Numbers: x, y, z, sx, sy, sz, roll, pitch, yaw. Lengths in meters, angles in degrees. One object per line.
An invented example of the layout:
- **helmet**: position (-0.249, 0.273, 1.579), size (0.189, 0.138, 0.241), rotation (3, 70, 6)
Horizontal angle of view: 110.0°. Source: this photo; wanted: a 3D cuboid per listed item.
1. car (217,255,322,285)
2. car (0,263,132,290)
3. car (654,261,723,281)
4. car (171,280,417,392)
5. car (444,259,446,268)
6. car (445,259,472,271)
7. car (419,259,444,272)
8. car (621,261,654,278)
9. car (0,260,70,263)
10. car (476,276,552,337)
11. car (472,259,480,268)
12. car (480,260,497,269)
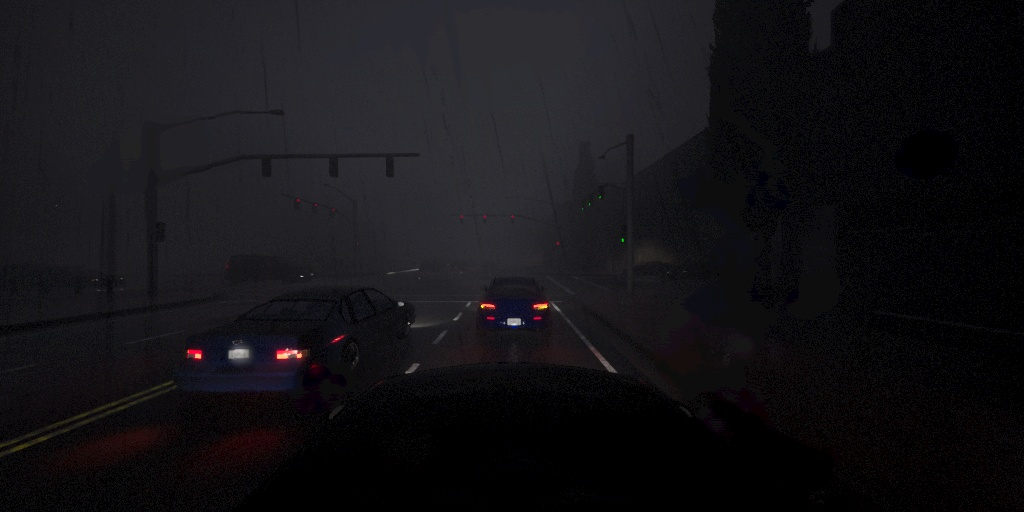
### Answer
- **car**: position (-17.111, 0.973, 25.560), size (5.566, 2.045, 2.150), rotation (0, 0, -3)
- **car**: position (-26.991, 1.297, 21.786), size (5.357, 1.411, 2.033), rotation (0, 0, 0)
- **car**: position (14.823, 1.253, 29.836), size (4.892, 1.490, 1.837), rotation (-1, 0, 0)
- **car**: position (-3.449, 1.297, 7.060), size (2.033, 1.411, 5.357), rotation (0, 0, 0)
- **car**: position (-10.570, 1.254, 58.414), size (1.837, 1.490, 4.892), rotation (0, 0, 1)
- **car**: position (-7.270, 1.241, 49.284), size (2.128, 1.511, 4.902), rotation (0, 0, 1)
- **car**: position (-10.803, 1.227, 47.233), size (1.882, 1.535, 5.008), rotation (0, 0, 1)
- **car**: position (12.664, 1.241, 33.339), size (4.902, 1.511, 2.128), rotation (0, 0, 0)
- **car**: position (-33.413, 1.227, 25.257), size (5.008, 1.535, 1.882), rotation (0, 0, 0)
- **car**: position (0.058, 1.276, 10.161), size (1.812, 1.442, 4.674), rotation (0, 0, 0)
- **car**: position (-7.031, 1.227, 59.874), size (1.882, 1.535, 5.008), rotation (0, 0, 2)
- **car**: position (-3.440, 1.313, 55.732), size (1.994, 1.385, 4.181), rotation (0, 0, 1)
